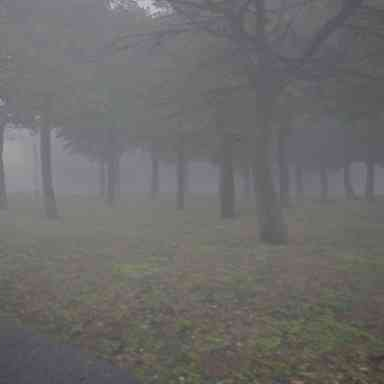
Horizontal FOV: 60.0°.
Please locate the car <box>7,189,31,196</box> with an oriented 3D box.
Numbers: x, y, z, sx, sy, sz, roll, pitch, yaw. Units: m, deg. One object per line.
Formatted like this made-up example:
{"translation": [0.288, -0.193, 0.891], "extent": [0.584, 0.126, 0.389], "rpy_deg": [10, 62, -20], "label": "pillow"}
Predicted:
{"translation": [-33.777, 0.215, 64.325], "extent": [2.128, 1.511, 4.902], "rpy_deg": [-3, 0, 34], "label": "car"}
